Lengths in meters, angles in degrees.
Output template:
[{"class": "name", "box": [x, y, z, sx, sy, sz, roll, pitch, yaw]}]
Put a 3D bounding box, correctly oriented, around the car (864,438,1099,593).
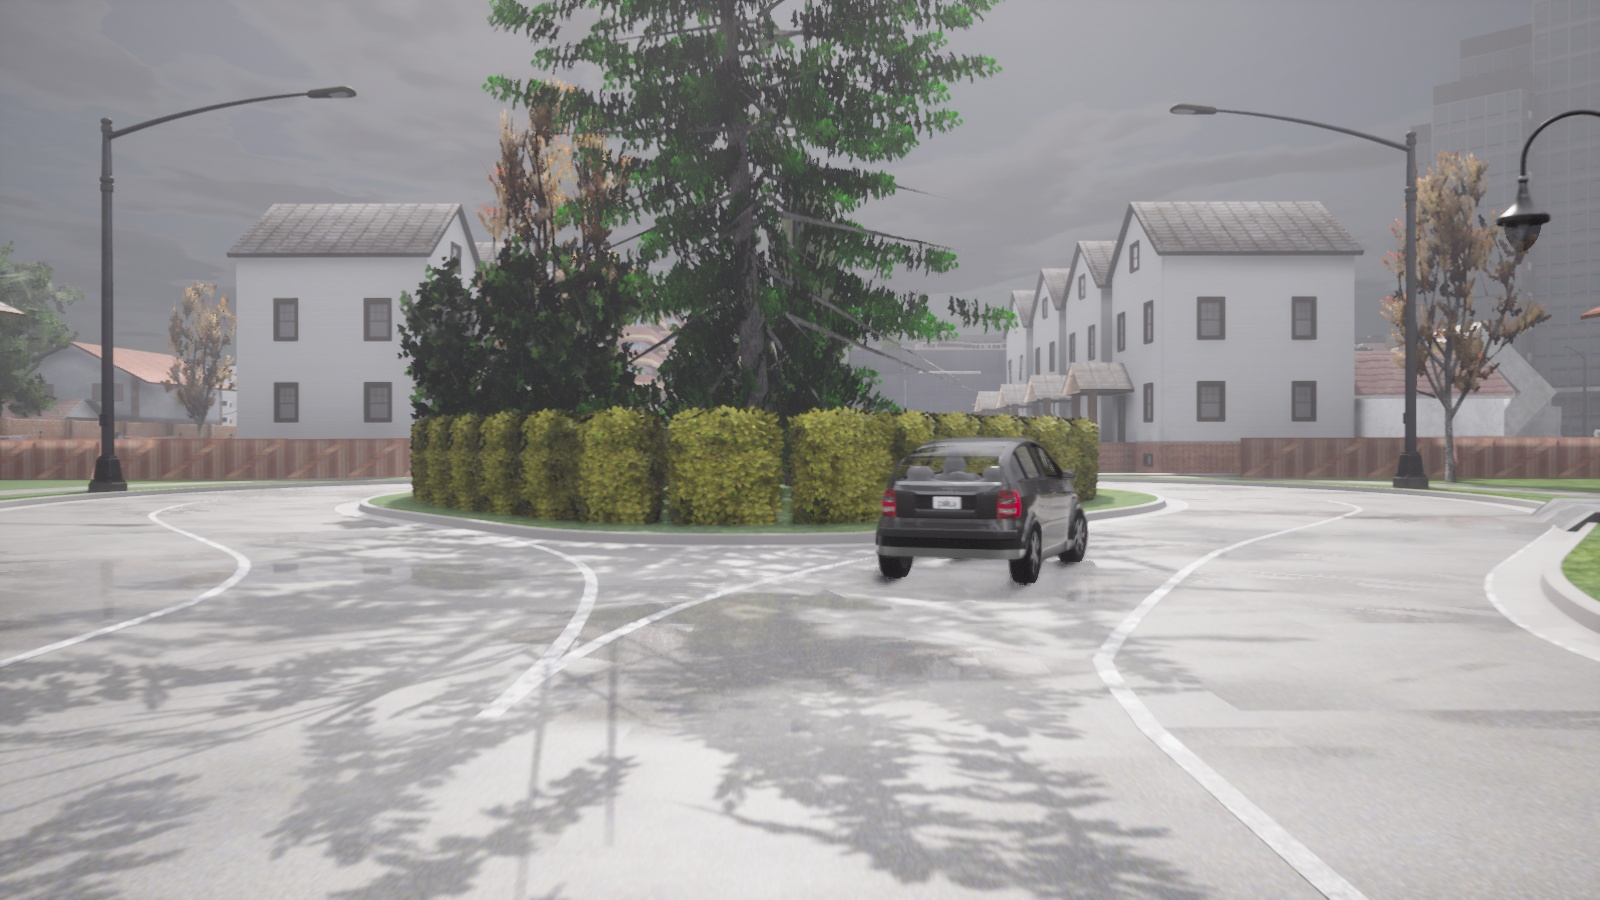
[{"class": "car", "box": [2.236, 0.643, 14.600, 1.789, 1.549, 3.705, 0, 0, 23]}]
